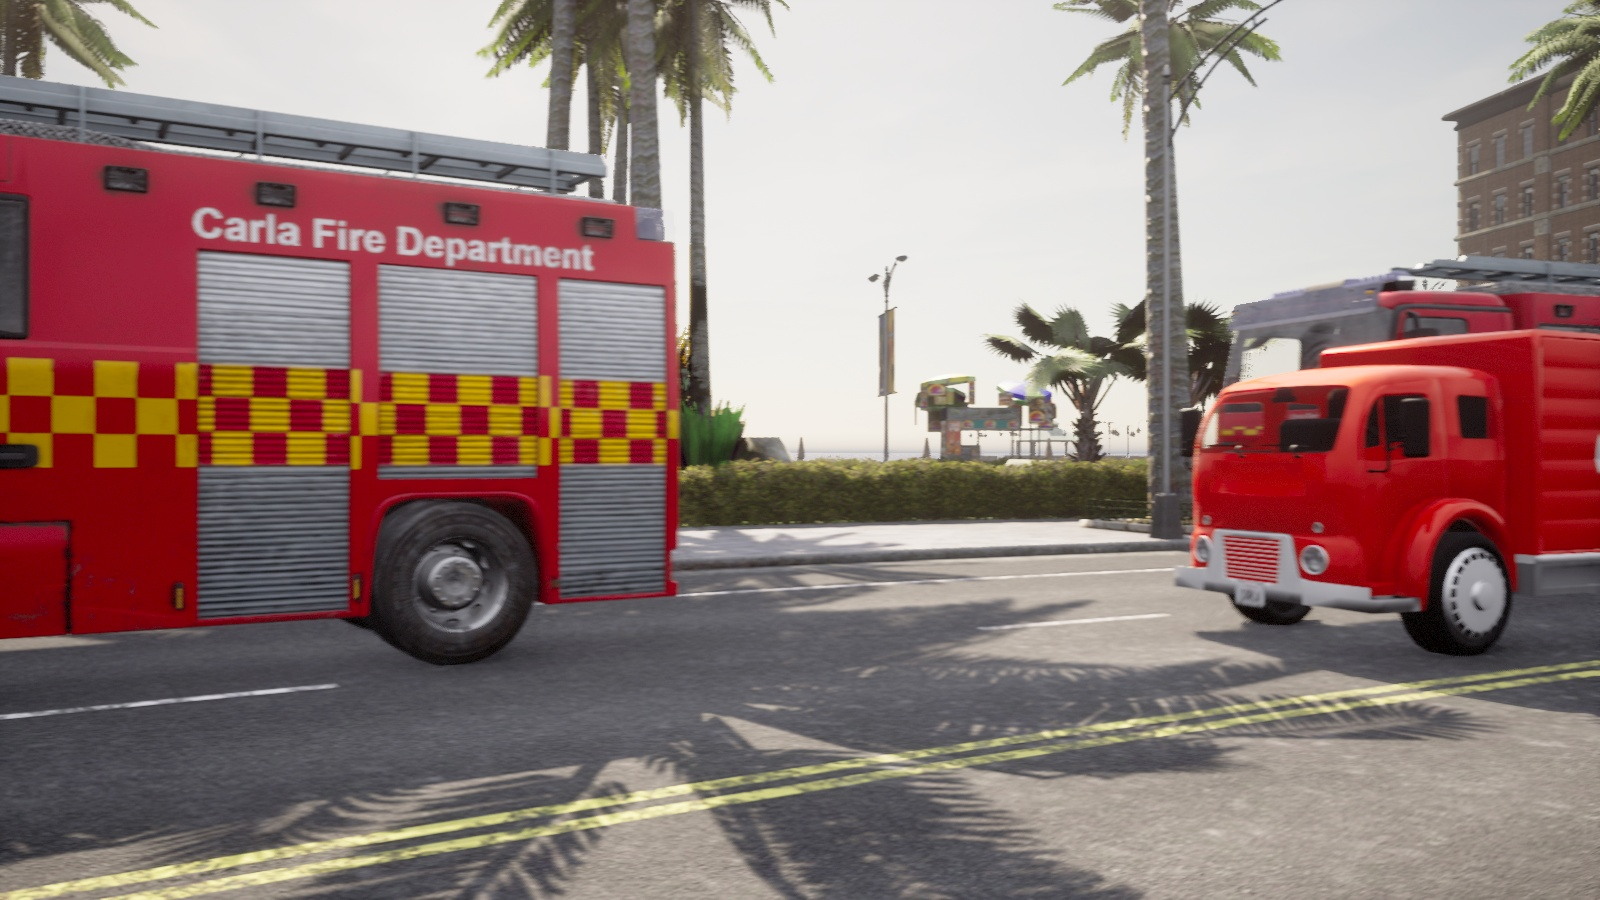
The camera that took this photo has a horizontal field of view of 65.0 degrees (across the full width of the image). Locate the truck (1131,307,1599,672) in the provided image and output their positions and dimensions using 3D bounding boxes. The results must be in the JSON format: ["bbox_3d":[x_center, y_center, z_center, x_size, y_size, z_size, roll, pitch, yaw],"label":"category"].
[{"bbox_3d":[5.779,0.270,10.754,5.204,2.467,2.627,0,0,-24],"label":"truck"}]

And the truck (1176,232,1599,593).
[{"bbox_3d":[9.279,-0.404,16.084,8.468,3.827,2.891,0,0,-19],"label":"truck"}]

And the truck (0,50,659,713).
[{"bbox_3d":[-5.425,-0.392,8.437,8.468,3.827,2.891,0,0,-32],"label":"truck"}]
